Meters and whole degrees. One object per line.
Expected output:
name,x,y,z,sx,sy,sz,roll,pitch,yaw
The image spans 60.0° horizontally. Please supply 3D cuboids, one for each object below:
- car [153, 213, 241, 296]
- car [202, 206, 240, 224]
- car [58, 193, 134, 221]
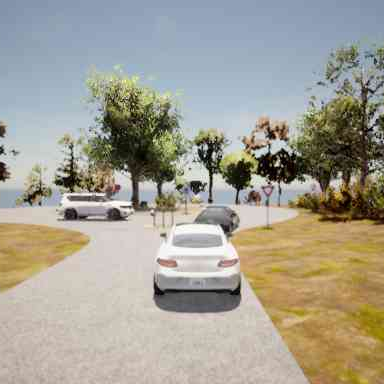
car,0.118,1.486,8.439,1.812,1.442,4.674,0,0,0
car,1.542,1.473,19.305,1.994,1.385,4.181,0,0,16
car,-7.268,1.103,25.264,5.566,2.045,2.150,0,0,6
